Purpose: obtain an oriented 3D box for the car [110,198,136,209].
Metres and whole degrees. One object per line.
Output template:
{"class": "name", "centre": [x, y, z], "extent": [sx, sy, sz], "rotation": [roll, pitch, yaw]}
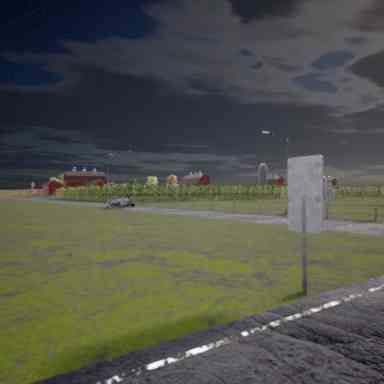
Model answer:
{"class": "car", "centre": [-9.950, 1.577, 47.557], "extent": [2.033, 1.411, 5.357], "rotation": [-1, 0, -35]}
